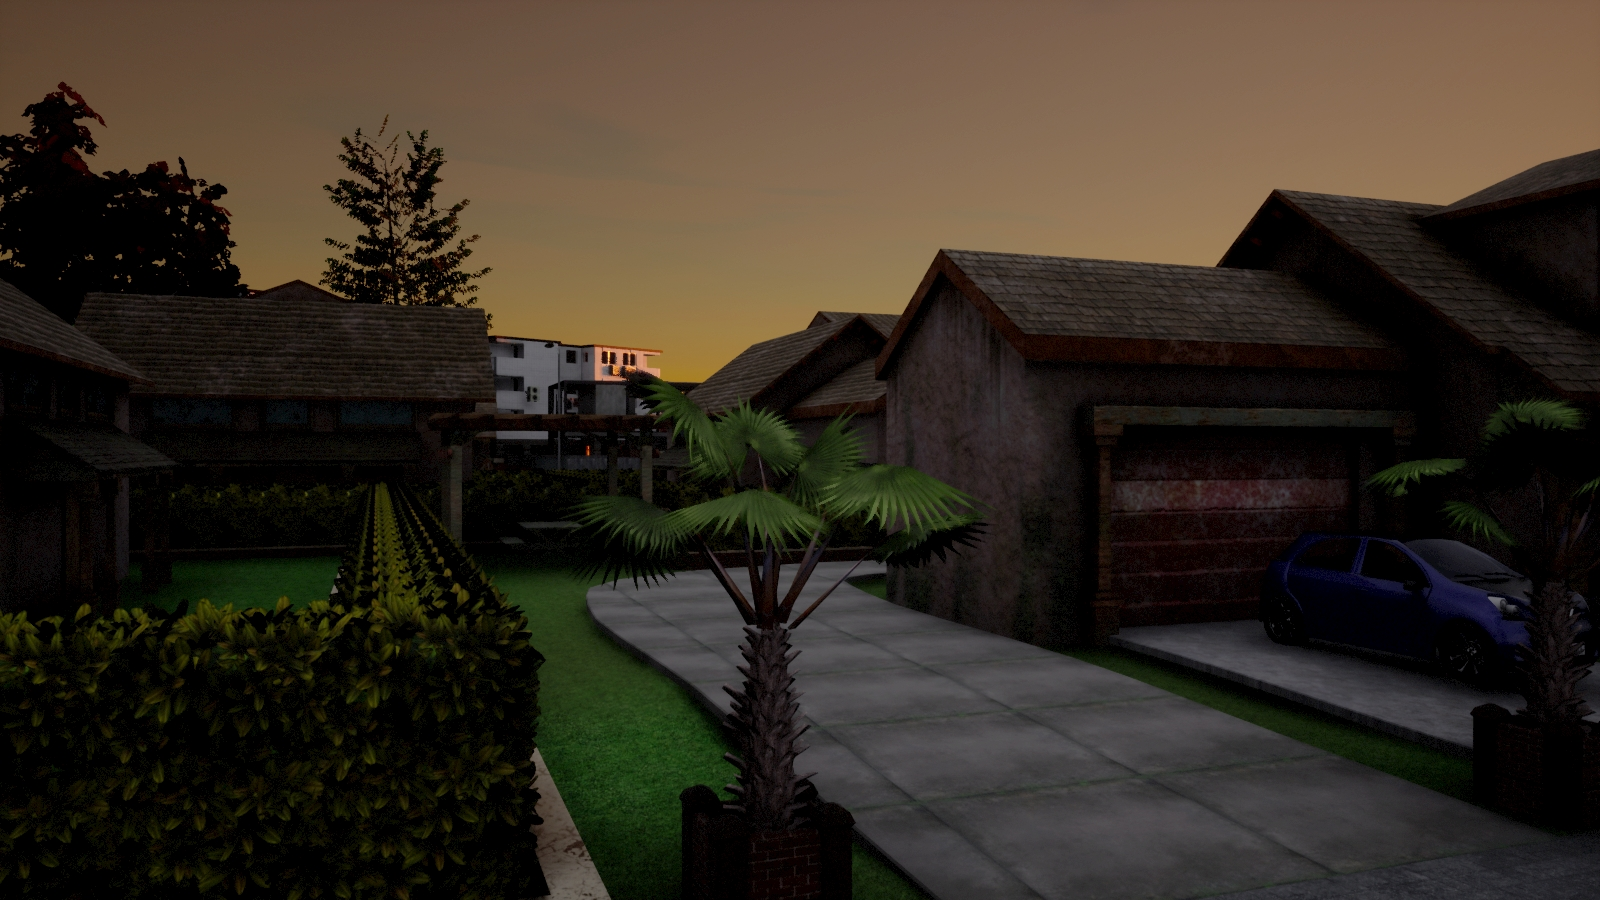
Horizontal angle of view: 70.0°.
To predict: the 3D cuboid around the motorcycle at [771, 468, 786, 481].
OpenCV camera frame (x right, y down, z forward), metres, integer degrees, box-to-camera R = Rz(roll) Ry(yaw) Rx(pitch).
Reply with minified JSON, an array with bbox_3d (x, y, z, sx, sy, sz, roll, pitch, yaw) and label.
[{"bbox_3d":[-1.939,2.199,102.837,0.803,1.199,2.033,0,0,-20],"label":"motorcycle"}]
